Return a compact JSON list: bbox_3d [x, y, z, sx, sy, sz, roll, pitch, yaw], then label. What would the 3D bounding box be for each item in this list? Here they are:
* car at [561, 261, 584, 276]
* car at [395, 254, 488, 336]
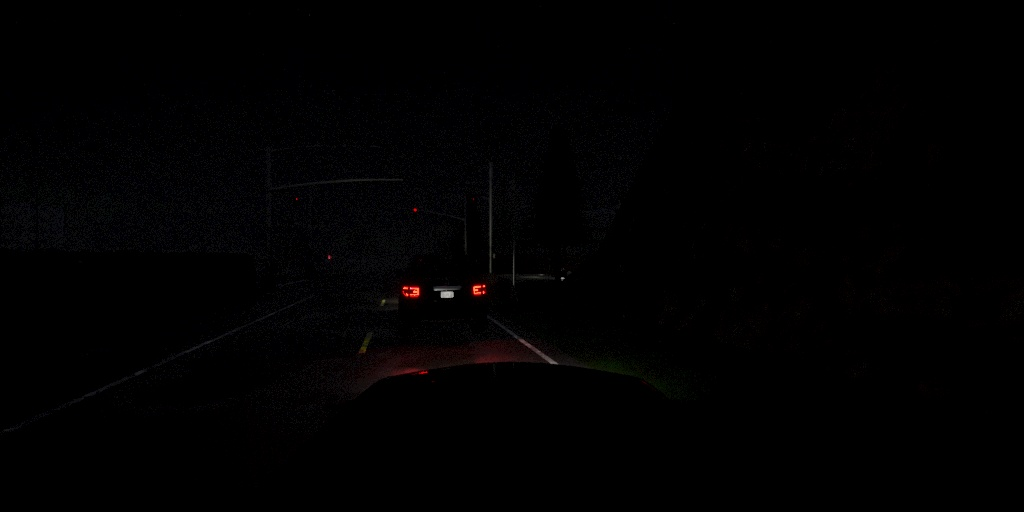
[{"bbox_3d":[6.659,1.227,35.261,5.008,1.535,1.882,0,0,-19],"label":"car"},{"bbox_3d":[-2.230,0.971,10.718,2.150,2.045,5.566,0,0,-16],"label":"car"}]
